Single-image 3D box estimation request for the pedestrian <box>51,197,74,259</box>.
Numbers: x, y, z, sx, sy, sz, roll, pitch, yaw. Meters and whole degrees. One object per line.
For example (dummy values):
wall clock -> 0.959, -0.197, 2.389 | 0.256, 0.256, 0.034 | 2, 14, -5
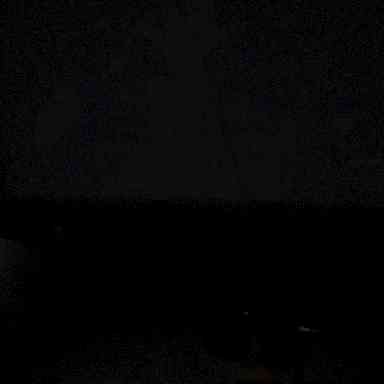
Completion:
pedestrian -> -3.741, 0.958, 9.520 | 0.375, 1.860, 0.375 | 0, 0, 38
